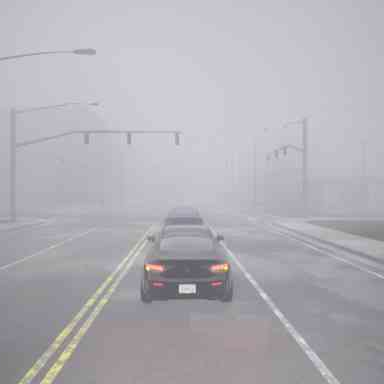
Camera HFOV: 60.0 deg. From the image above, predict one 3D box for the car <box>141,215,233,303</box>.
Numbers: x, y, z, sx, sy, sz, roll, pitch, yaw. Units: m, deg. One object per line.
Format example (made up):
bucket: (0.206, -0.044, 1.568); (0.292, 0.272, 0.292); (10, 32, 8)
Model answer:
car: (-0.145, 1.525, 8.111); (1.812, 1.442, 4.674); (0, 0, -2)

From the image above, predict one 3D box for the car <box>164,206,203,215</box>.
car: (-0.430, 1.477, 17.160); (1.882, 1.535, 5.008); (0, 0, -2)
